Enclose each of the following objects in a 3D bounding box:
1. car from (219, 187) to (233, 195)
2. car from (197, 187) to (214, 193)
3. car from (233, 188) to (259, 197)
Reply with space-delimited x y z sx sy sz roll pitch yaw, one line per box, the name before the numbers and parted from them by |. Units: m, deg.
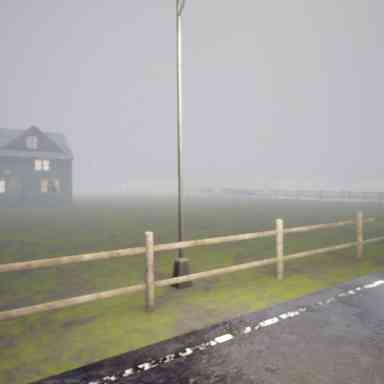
car | 7.584 -0.171 68.929 1.837 1.490 4.892 -1 0 -35
car | 2.998 -0.399 75.284 1.837 1.490 4.892 -1 1 -36
car | 9.921 0.098 59.505 1.994 1.385 4.181 -1 2 -35
